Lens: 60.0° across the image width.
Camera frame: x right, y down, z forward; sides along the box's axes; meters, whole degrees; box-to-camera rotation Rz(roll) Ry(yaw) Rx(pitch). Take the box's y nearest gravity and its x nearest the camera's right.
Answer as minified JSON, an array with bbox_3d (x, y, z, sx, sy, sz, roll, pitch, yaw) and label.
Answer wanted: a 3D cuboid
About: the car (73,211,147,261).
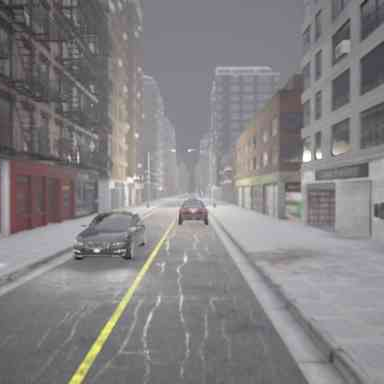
[{"bbox_3d":[-2.843,1.501,12.375,1.837,1.490,4.892,0,0,0],"label":"car"}]

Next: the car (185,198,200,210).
[{"bbox_3d":[0.075,1.514,43.412,1.812,1.442,4.674,0,0,0],"label":"car"}]

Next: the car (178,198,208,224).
[{"bbox_3d":[0.093,1.345,24.859,2.097,1.767,4.553,0,0,0],"label":"car"}]
